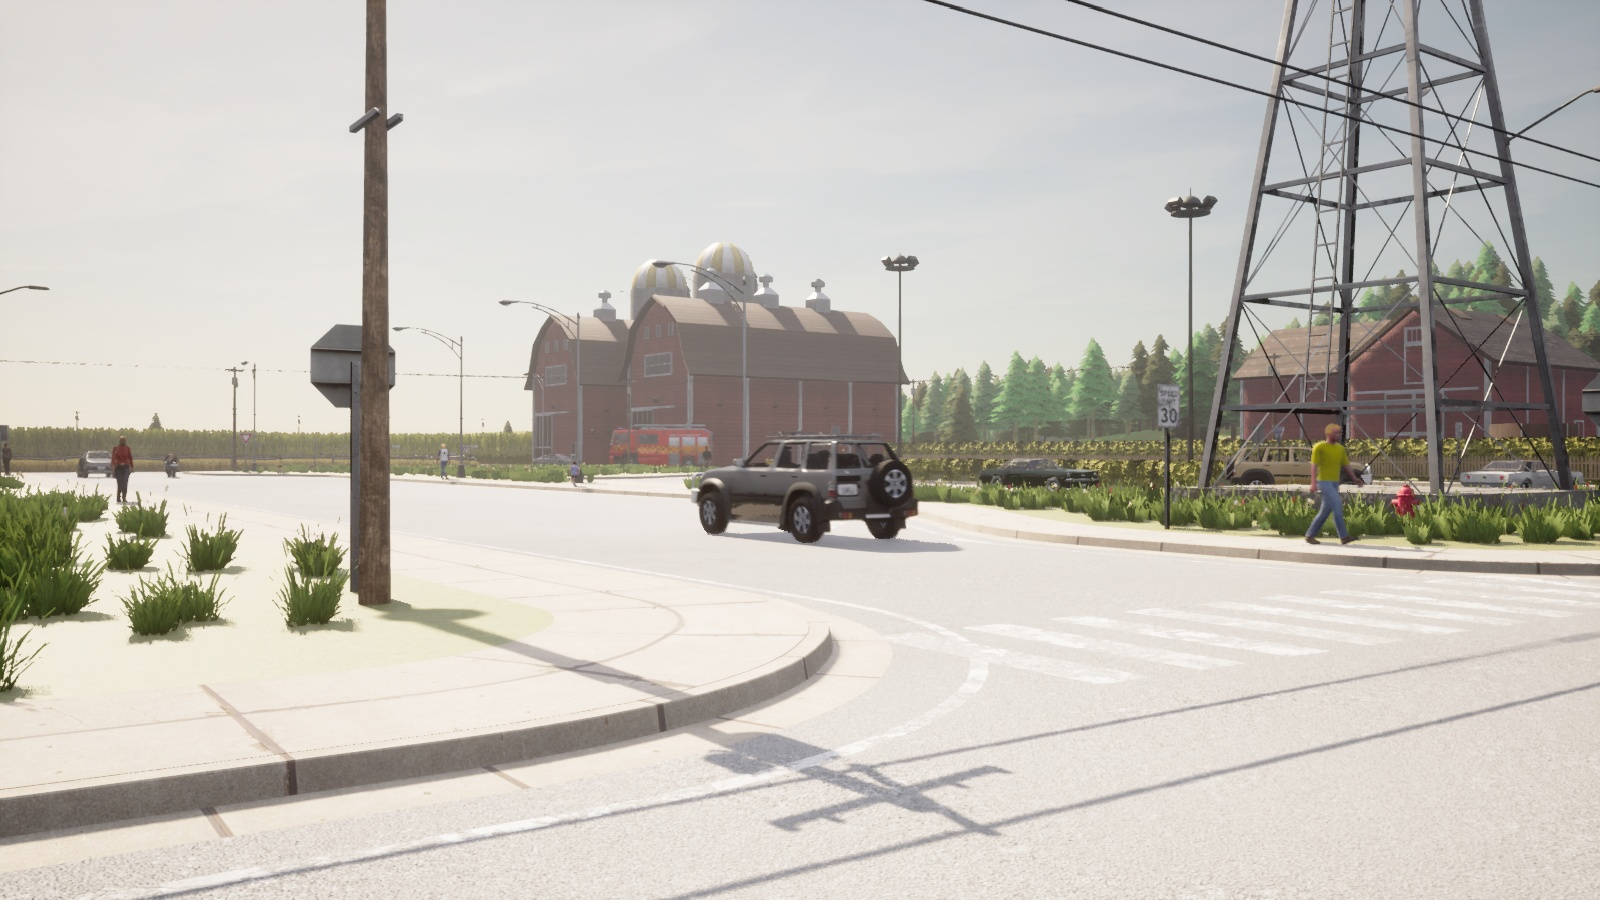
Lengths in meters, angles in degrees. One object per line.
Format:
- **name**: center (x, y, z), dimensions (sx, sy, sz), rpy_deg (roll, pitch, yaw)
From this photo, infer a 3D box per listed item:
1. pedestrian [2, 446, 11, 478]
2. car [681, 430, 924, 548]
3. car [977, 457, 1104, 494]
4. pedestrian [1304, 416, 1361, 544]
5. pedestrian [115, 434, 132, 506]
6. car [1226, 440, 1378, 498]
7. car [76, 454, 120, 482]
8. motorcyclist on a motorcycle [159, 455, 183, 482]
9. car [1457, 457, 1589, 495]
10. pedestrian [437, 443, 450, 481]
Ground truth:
- **pedestrian**: center (-44.921, 0.669, 71.115), dimensions (0.328, 1.805, 0.869), rpy_deg (0, 0, -40)
- **car**: center (-0.077, 0.616, 22.140), dimensions (1.932, 1.855, 4.605), rpy_deg (0, 0, -36)
- **car**: center (9.058, 0.943, 47.679), dimensions (1.895, 1.301, 4.718), rpy_deg (0, 0, -36)
- **pedestrian**: center (7.759, 0.428, 18.323), dimensions (0.354, 1.836, 0.706), rpy_deg (0, 0, -25)
- **pedestrian**: center (-17.587, 0.517, 32.646), dimensions (0.331, 1.846, 0.636), rpy_deg (0, 0, -35)
- **car**: center (16.779, 0.630, 42.197), dimensions (4.605, 1.855, 1.932), rpy_deg (0, 0, 18)
- **car**: center (-39.756, 0.982, 71.088), dimensions (1.789, 1.549, 3.705), rpy_deg (0, 0, -36)
- **motorcyclist on a motorcycle**: center (-36.055, 1.032, 71.946), dimensions (0.866, 1.530, 2.191), rpy_deg (0, 0, -36)
- **car**: center (25.803, 0.900, 44.784), dimensions (4.718, 1.301, 1.895), rpy_deg (0, 0, -29)
- **pedestrian**: center (-17.330, 0.586, 61.077), dimensions (0.354, 1.836, 0.706), rpy_deg (0, 0, -38)
